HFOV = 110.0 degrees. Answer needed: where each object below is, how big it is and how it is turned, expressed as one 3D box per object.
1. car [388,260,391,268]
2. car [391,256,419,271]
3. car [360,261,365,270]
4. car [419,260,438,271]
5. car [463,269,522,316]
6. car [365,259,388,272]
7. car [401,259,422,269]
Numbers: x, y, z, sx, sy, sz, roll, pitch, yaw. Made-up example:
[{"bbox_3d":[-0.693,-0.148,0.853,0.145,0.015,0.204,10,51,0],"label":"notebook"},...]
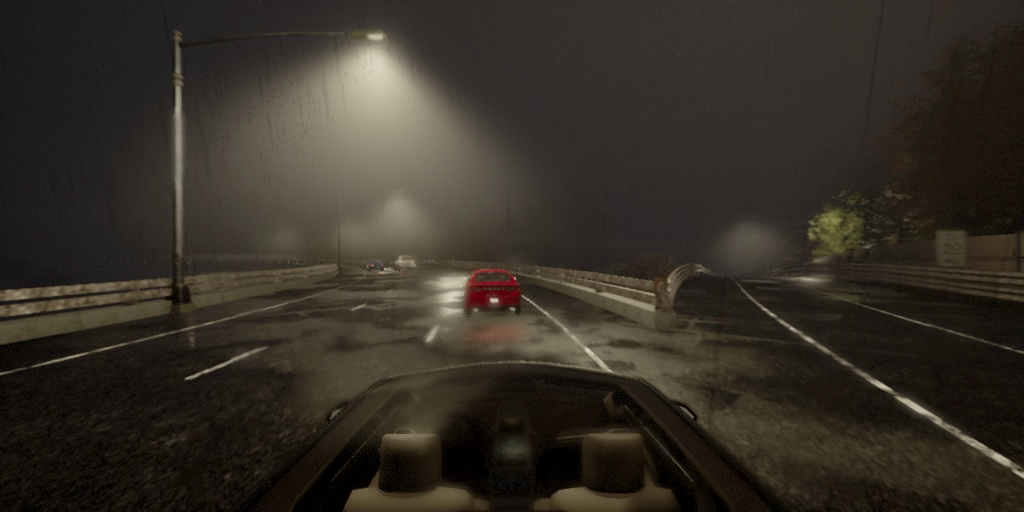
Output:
[{"bbox_3d":[-20.111,1.356,59.097,1.837,1.490,4.892,0,0,-34],"label":"car"},{"bbox_3d":[-14.906,1.044,49.726,2.150,2.045,5.566,0,0,-26],"label":"car"},{"bbox_3d":[-20.790,1.232,53.384,2.097,1.767,4.553,-1,0,-31],"label":"car"},{"bbox_3d":[-12.212,1.297,52.108,2.128,1.511,4.902,0,0,-29],"label":"car"},{"bbox_3d":[-0.806,1.229,13.493,1.882,1.535,5.008,0,0,-6],"label":"car"},{"bbox_3d":[-18.664,1.370,49.182,1.812,1.442,4.674,0,0,-26],"label":"car"},{"bbox_3d":[-17.131,1.310,60.933,1.882,1.535,5.008,0,0,-34],"label":"car"}]
